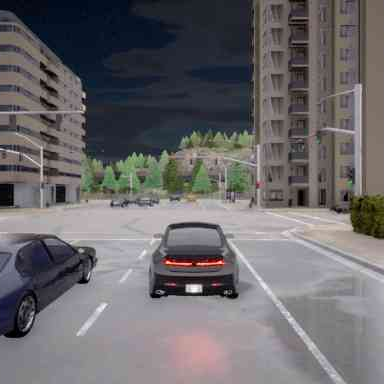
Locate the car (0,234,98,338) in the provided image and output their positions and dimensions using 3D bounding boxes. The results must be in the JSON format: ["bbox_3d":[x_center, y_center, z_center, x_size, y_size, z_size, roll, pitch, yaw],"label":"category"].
[{"bbox_3d":[-3.460,1.547,6.537,2.033,1.411,5.357,0,0,0],"label":"car"}]

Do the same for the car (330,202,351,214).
[{"bbox_3d":[17.290,1.547,34.599,5.357,1.411,2.033,0,0,0],"label":"car"}]

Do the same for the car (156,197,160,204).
[{"bbox_3d":[-7.166,1.564,61.916,1.994,1.385,4.181,0,0,0],"label":"car"}]

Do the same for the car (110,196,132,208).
[{"bbox_3d":[-10.675,1.491,49.038,2.128,1.511,4.902,0,0,0],"label":"car"}]

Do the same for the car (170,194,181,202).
[{"bbox_3d":[-3.618,1.194,72.924,2.097,1.767,4.553,0,0,0],"label":"car"}]

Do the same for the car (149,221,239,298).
[{"bbox_3d":[0.050,1.505,8.466,1.837,1.490,4.892,0,0,0],"label":"car"}]

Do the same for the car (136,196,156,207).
[{"bbox_3d":[-7.176,1.526,52.003,1.812,1.442,4.674,0,0,-1],"label":"car"}]

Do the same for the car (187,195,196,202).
[{"bbox_3d":[-0.116,1.478,73.874,1.882,1.535,5.008,0,0,0],"label":"car"}]

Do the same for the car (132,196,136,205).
[{"bbox_3d":[-10.663,1.507,60.310,1.837,1.490,4.892,0,0,0],"label":"car"}]
